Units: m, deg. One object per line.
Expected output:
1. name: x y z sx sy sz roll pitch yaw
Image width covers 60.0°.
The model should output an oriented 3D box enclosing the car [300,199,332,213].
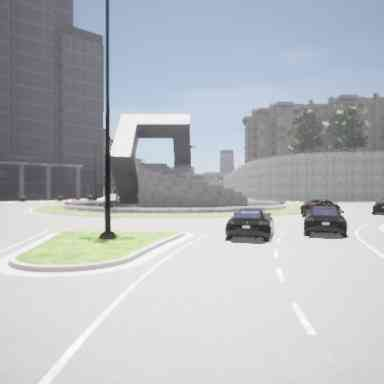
1. car: 10.844 1.322 27.933 1.837 1.490 4.892 0 0 45

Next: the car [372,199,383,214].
1. car: 18.523 1.358 31.869 1.994 1.385 4.181 0 1 33

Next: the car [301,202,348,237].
1. car: 7.039 1.450 17.570 1.994 1.385 4.181 0 0 21

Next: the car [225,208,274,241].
1. car: 2.893 1.459 16.218 1.994 1.385 4.181 0 0 16
